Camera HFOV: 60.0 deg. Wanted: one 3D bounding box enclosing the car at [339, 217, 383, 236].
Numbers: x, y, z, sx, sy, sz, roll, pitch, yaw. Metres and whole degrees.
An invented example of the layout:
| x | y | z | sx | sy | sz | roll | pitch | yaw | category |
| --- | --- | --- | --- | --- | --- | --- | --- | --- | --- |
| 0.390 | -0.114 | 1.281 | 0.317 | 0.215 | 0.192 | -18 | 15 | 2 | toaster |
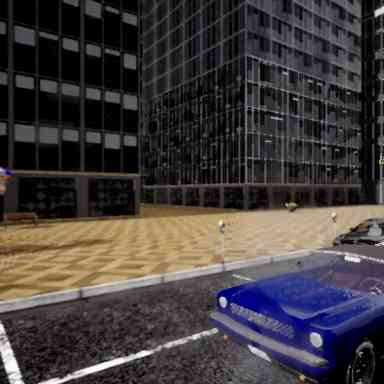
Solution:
| x | y | z | sx | sy | sz | roll | pitch | yaw | category |
| --- | --- | --- | --- | --- | --- | --- | --- | --- | --- |
| 6.578 | 1.537 | 11.253 | 4.313 | 1.339 | 1.947 | 0 | 0 | -36 | car |

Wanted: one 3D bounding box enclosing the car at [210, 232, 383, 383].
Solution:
| x | y | z | sx | sy | sz | roll | pitch | yaw | category |
| --- | --- | --- | --- | --- | --- | --- | --- | --- | --- |
| 2.589 | 1.589 | 5.226 | 4.718 | 1.301 | 1.895 | 0 | 0 | -36 | car |
